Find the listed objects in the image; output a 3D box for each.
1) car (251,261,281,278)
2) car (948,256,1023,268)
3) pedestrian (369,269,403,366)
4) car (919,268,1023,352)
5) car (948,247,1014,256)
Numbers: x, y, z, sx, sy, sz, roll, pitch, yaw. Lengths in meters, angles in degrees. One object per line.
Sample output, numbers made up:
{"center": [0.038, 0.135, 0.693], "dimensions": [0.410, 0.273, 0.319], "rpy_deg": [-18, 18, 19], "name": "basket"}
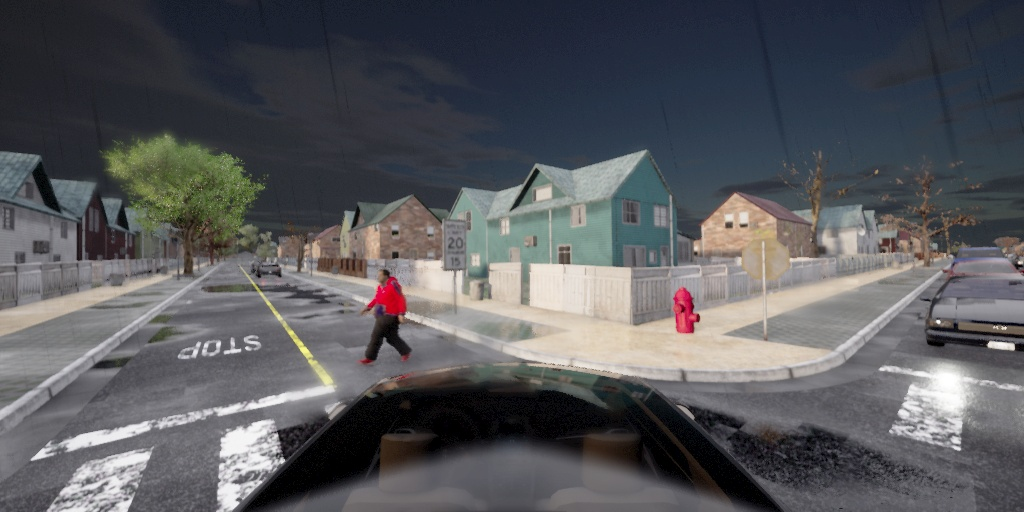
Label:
{"center": [-23.283, 1.251, 34.216], "dimensions": [2.128, 1.511, 4.902], "rpy_deg": [0, 0, -38], "name": "car"}
{"center": [19.126, 0.913, 14.560], "dimensions": [5.008, 1.535, 1.882], "rpy_deg": [-1, -1, -38], "name": "car"}
{"center": [-2.269, 1.043, 6.472], "dimensions": [0.375, 1.860, 0.375], "rpy_deg": [2, -2, -38], "name": "pedestrian"}
{"center": [10.643, 1.143, 7.939], "dimensions": [5.357, 1.411, 2.033], "rpy_deg": [-1, -1, -38], "name": "car"}
{"center": [28.941, 0.480, 22.198], "dimensions": [5.566, 2.045, 2.150], "rpy_deg": [-1, 0, -38], "name": "car"}
